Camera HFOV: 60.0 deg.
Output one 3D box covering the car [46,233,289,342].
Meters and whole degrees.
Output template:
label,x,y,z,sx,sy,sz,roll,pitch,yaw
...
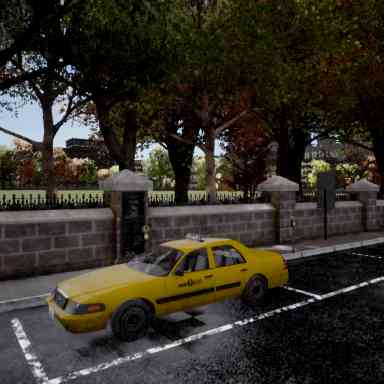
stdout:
label,x,y,z,sx,sy,sz,roll,pitch,yaw
car,-0.171,1.525,6.448,4.829,1.417,1.752,0,0,-36
